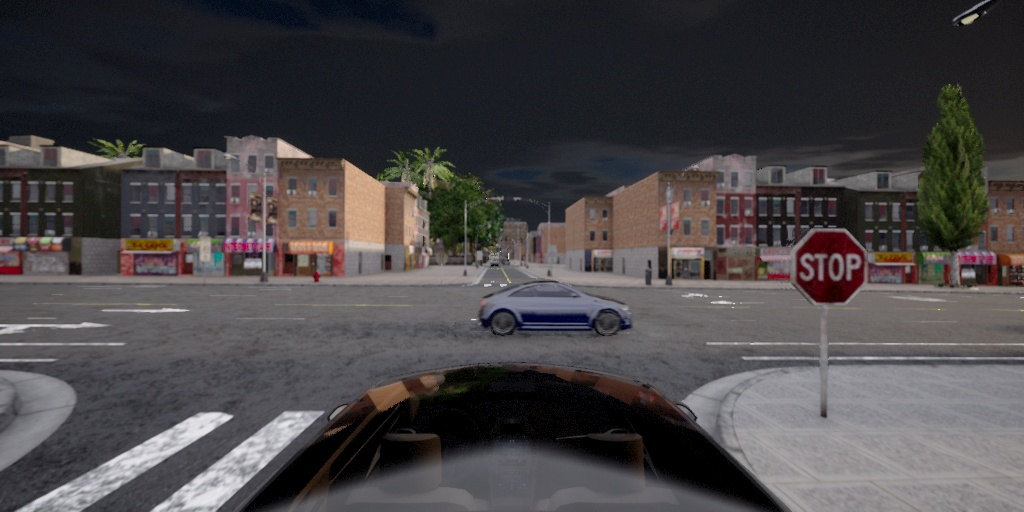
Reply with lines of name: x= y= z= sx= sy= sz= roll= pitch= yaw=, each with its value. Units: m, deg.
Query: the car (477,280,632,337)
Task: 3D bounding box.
car: x=1.133 y=1.375 z=10.004 sx=4.181 sy=1.385 sz=1.994 roll=1 pitch=0 yaw=-3
